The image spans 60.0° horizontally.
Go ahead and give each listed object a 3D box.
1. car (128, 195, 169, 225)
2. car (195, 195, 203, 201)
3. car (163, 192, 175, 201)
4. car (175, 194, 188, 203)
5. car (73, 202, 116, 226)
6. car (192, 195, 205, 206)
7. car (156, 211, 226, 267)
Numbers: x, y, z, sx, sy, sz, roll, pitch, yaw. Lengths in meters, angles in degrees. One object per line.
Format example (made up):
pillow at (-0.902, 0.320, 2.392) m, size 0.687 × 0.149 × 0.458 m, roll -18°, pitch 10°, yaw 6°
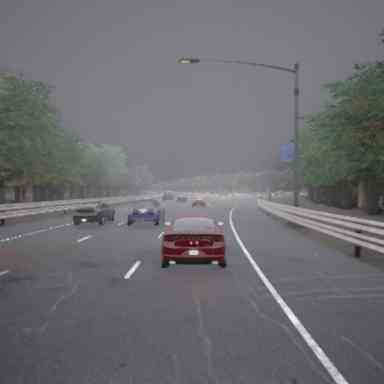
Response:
car at (-3.109, 1.315, 23.599) m, size 2.097 × 1.767 × 4.553 m, roll 0°, pitch 0°, yaw 1°
car at (1.578, 1.354, 78.042) m, size 1.837 × 1.490 × 4.892 m, roll 0°, pitch 0°, yaw 0°
car at (-5.434, 1.071, 76.135) m, size 2.150 × 2.045 × 5.566 m, roll 0°, pitch 0°, yaw 0°
car at (-1.950, 1.328, 67.833) m, size 1.882 × 1.535 × 5.008 m, roll 0°, pitch 0°, yaw 1°
car at (-6.651, 1.467, 23.086) m, size 1.837 × 1.490 × 4.892 m, roll 0°, pitch 0°, yaw 1°
car at (1.041, 1.484, 51.224) m, size 1.895 × 1.301 × 4.718 m, roll 0°, pitch 0°, yaw 2°
car at (0.074, 1.469, 11.400) m, size 1.882 × 1.535 × 5.008 m, roll 0°, pitch 0°, yaw 1°
